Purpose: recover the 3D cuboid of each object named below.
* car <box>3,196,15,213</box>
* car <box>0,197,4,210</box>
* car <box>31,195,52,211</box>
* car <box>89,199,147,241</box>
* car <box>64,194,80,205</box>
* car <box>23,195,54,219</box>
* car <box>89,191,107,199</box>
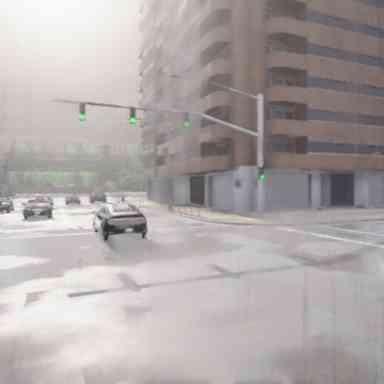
[{"bbox_3d":[-18.141,1.169,31.706,1.812,1.442,4.674,-1,1,-22],"label":"car"},{"bbox_3d":[-14.302,1.281,22.568,1.812,1.442,4.674,-1,1,-22],"label":"car"},{"bbox_3d":[-15.621,1.080,34.749,1.837,1.490,4.892,-1,1,-23],"label":"car"},{"bbox_3d":[-3.450,1.272,15.428,2.128,1.511,4.902,-1,1,-23],"label":"car"},{"bbox_3d":[-16.368,0.959,45.573,2.033,1.411,5.357,-1,1,-23],"label":"car"},{"bbox_3d":[-11.775,1.179,25.585,2.128,1.511,4.902,-1,1,-23],"label":"car"},{"bbox_3d":[-13.752,0.699,48.356,2.097,1.767,4.553,-1,1,-23],"label":"car"}]
